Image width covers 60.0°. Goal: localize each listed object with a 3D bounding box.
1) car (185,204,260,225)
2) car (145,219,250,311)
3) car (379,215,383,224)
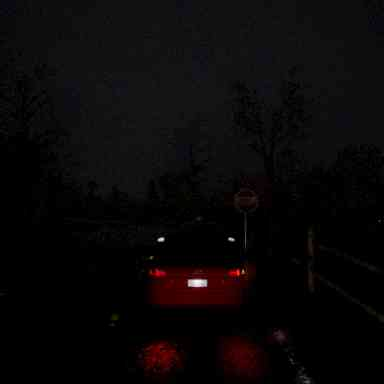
[{"bbox_3d":[2.199,1.593,24.384,5.357,1.411,2.033,1,0,0],"label":"car"},{"bbox_3d":[0.100,1.562,7.821,1.994,1.385,4.181,0,0,0],"label":"car"},{"bbox_3d":[16.132,1.915,24.363,4.181,1.385,1.994,1,1,0],"label":"car"}]
